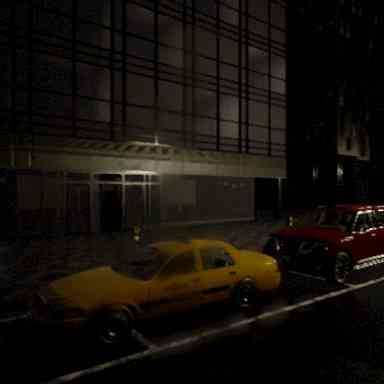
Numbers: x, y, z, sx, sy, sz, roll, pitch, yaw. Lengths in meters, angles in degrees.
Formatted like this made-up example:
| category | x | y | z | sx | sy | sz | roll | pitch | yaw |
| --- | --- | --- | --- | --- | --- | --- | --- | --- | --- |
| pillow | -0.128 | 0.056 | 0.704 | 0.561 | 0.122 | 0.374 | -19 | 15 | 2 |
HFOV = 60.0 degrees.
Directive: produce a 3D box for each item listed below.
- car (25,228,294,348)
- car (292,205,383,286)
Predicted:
| category | x | y | z | sx | sy | sz | roll | pitch | yaw |
| --- | --- | --- | --- | --- | --- | --- | --- | --- | --- |
| car | -0.399 | 1.526 | 6.248 | 4.829 | 1.417 | 1.752 | 0 | 0 | -35 |
| car | 4.330 | 1.320 | 9.620 | 5.009 | 1.841 | 2.192 | 0 | 0 | -35 |
